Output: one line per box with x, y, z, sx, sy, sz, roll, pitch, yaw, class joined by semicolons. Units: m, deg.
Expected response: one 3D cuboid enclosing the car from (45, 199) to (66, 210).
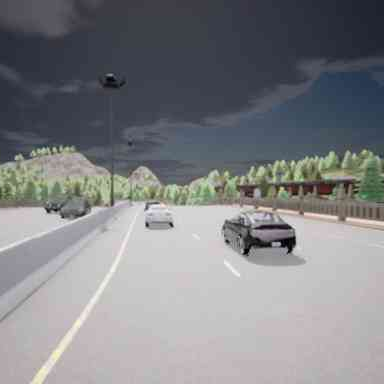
-20.289;1.782;49.537;1.812;1.442;4.674;0;0;-8;car

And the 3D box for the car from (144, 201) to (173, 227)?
-2.385;1.608;23.689;1.812;1.442;4.674;0;0;-8;car

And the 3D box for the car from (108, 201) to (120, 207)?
-16.314;2.765;72.207;2.033;1.411;5.357;0;-4;-8;car

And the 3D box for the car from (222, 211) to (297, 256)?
2.487;1.517;13.322;2.128;1.511;4.902;0;0;-7;car

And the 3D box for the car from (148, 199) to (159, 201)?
-4.812;1.639;41.148;2.128;1.511;4.902;0;0;-8;car

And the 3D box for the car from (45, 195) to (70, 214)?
-15.272;1.418;38.741;2.150;2.045;5.566;0;0;-8;car

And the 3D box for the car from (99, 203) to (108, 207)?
-20.789;3.356;78.963;2.128;1.511;4.902;0;-6;-8;car

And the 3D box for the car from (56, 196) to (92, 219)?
-10.624;1.499;30.757;2.097;1.767;4.553;0;0;-8;car
